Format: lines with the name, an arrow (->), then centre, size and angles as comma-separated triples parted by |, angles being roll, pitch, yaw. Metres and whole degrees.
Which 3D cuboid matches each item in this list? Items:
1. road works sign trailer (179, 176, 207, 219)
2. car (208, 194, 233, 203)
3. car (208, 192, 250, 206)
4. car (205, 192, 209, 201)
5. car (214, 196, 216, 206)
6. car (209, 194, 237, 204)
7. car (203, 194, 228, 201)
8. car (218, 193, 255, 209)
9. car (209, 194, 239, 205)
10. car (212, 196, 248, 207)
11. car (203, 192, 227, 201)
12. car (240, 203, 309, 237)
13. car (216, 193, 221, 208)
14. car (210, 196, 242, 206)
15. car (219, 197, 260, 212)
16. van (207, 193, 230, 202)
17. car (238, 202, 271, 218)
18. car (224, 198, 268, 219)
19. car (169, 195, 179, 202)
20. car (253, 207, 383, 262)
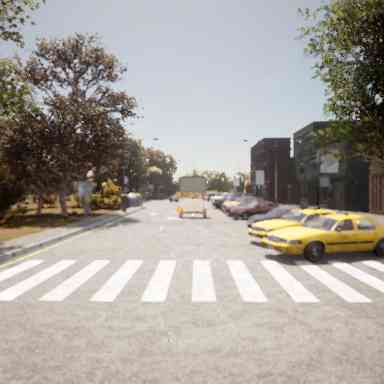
road works sign trailer -> 0.064, 0.412, 28.774 | 2.380, 3.560, 2.880 | 0, 0, 0
car -> 5.649, 1.265, 66.072 | 4.553, 1.767, 2.185 | 1, 0, -20
car -> 5.444, 1.152, 42.023 | 5.566, 2.045, 2.435 | 1, 0, -20
car -> 5.495, 1.141, 51.040 | 5.566, 2.045, 2.435 | 1, 0, -20
car -> 5.431, 1.449, 39.046 | 4.674, 1.452, 2.002 | 1, 0, -20
car -> 5.547, 1.263, 60.055 | 4.553, 1.767, 2.185 | 1, 0, -20
car -> 5.492, 1.391, 78.020 | 5.366, 1.575, 1.946 | 1, 0, -20
car -> 5.429, 1.297, 33.047 | 4.553, 1.767, 2.185 | 1, 0, -20
car -> 5.527, 1.263, 57.054 | 4.553, 1.767, 2.185 | 1, 0, -20
car -> 5.468, 1.425, 48.039 | 4.792, 1.488, 2.163 | 1, 0, -20
car -> 5.706, 1.148, 84.112 | 5.566, 2.045, 2.435 | 1, 0, -20
car -> 5.148, 1.473, 14.972 | 5.366, 1.575, 1.946 | 1, 0, -20
car -> 5.448, 1.290, 36.049 | 4.553, 1.767, 2.185 | 1, 0, -20
car -> 5.513, 1.420, 54.040 | 4.792, 1.488, 2.163 | 1, 0, -20
car -> 5.352, 1.459, 30.028 | 4.792, 1.488, 2.163 | 1, 0, -20
van -> 5.756, 1.169, 72.120 | 4.442, 1.987, 1.878 | 1, 0, -20
car -> 5.338, 1.469, 18.036 | 4.892, 1.521, 2.231 | 1, 0, -20
car -> 5.366, 1.479, 27.036 | 4.674, 1.452, 2.002 | 1, 0, -20
car -> -3.785, 1.430, 70.920 | 2.128, 1.511, 4.902 | 0, 0, 0
car -> 5.143, 1.483, 11.970 | 5.366, 1.575, 1.946 | 1, 0, -20
